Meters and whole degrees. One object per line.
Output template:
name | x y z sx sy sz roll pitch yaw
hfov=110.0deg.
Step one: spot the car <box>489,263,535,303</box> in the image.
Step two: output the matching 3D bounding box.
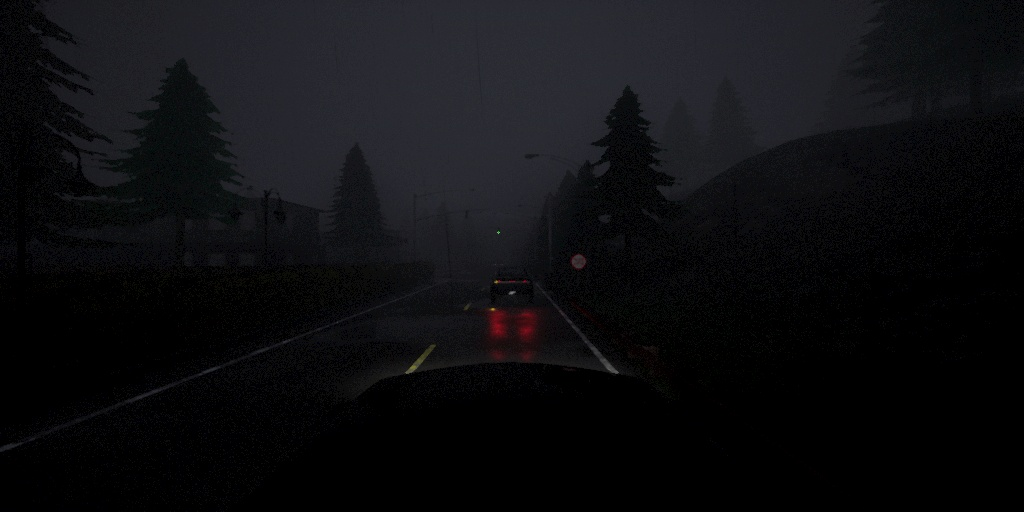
car | 0.000 1.242 16.500 2.128 1.511 4.902 0 0 0
